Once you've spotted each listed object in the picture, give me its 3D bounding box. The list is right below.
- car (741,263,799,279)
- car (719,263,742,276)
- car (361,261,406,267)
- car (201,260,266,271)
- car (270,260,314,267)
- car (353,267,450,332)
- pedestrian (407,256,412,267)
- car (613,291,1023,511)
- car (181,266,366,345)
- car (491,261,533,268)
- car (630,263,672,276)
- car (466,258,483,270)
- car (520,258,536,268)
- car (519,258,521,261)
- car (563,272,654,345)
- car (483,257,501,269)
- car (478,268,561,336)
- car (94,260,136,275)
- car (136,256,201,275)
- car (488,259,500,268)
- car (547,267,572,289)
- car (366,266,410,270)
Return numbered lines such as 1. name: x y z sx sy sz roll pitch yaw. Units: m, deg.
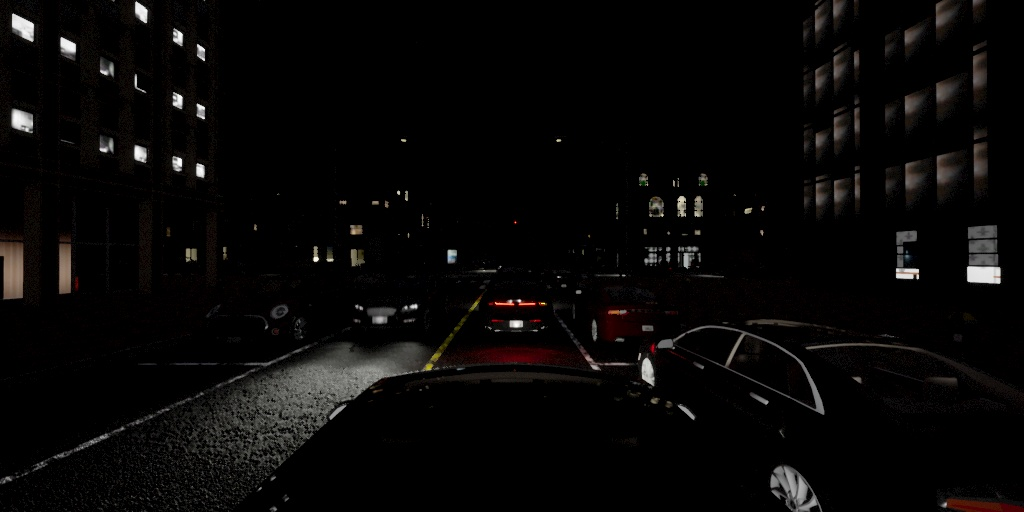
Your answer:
1. car: 23.618 1.433 32.339 4.207 1.307 1.802 0 0 1
2. car: 24.597 1.413 38.157 4.674 1.442 1.812 0 0 1
3. car: -12.549 1.191 35.770 4.902 1.511 2.128 0 0 -3
4. car: -25.440 1.177 33.091 4.403 1.370 2.007 0 0 1
5. car: -25.485 1.197 41.473 4.829 1.417 1.751 0 0 1
6. car: -3.106 1.242 10.882 2.128 1.511 4.902 0 0 0
7. pedestrian: -12.585 0.885 44.235 0.375 1.860 0.375 0 -1 1
8. car: 2.689 1.301 3.634 2.007 1.370 4.403 0 0 0
9. car: -5.696 1.190 9.336 1.967 1.591 4.097 0 0 0
10. car: 0.081 1.230 20.531 1.882 1.535 5.008 0 0 2
11. car: 14.782 1.403 38.296 4.181 1.385 1.994 0 0 1
12. car: -5.730 1.338 53.106 1.802 1.307 4.207 0 0 0
13. car: 2.650 1.322 53.100 1.948 1.339 4.313 0 0 0
14. car: 2.641 1.340 64.142 1.802 1.307 4.207 0 0 0
15. car: 2.685 1.296 9.326 1.888 1.381 4.507 0 0 0
16. car: -3.124 1.234 53.781 1.882 1.535 5.008 0 0 1
17. car: 0.094 1.256 10.342 1.837 1.490 4.892 0 0 0
18. car: -36.513 1.130 33.252 4.403 1.370 2.007 0 0 1
19. car: -30.976 0.917 33.171 5.009 1.841 2.192 0 0 1
20. car: -3.114 1.263 63.191 1.837 1.490 4.892 0 0 0
21. car: 2.676 1.302 20.710 2.007 1.370 4.403 0 0 0
22. car: -5.700 1.302 15.028 2.007 1.370 4.403 0 0 0
